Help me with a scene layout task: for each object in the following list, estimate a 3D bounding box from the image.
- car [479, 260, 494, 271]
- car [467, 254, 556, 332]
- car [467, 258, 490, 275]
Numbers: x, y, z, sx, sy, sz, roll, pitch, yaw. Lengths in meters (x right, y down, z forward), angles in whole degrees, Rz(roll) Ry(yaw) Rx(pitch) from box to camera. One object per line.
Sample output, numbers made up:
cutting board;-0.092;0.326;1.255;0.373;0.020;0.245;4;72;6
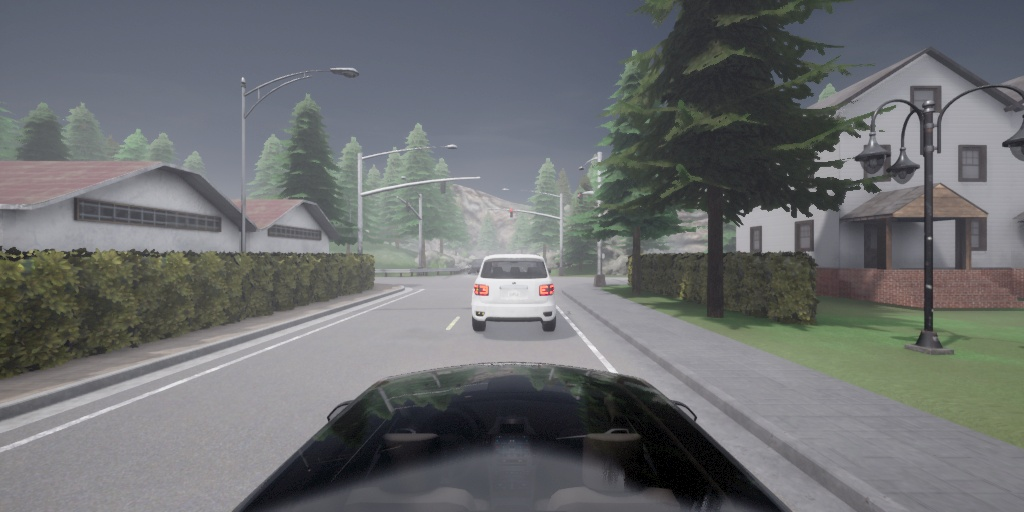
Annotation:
car;-3.593;1.275;51.549;1.812;1.442;4.674;0;0;0
car;0.064;0.971;11.048;2.150;2.045;5.566;0;0;0
car;-3.596;1.101;38.964;2.097;1.767;4.553;0;0;0
